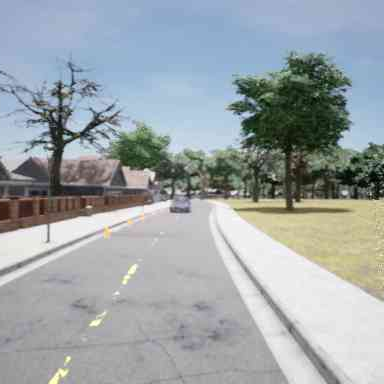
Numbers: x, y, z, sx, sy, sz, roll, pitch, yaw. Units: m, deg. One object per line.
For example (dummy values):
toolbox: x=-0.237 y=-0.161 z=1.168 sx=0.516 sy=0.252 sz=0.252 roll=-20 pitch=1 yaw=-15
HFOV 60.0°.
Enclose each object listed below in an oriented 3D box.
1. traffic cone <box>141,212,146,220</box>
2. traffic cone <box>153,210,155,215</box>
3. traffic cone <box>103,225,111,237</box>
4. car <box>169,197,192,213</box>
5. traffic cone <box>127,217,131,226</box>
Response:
traffic cone: x=-3.855 y=1.900 z=26.338 sx=0.340 sy=0.580 sz=0.340 roll=1 pitch=0 yaw=3
traffic cone: x=-3.585 y=1.906 z=31.371 sx=0.340 sy=0.580 sz=0.340 roll=1 pitch=0 yaw=4
traffic cone: x=-4.150 y=1.892 z=16.261 sx=0.340 sy=0.580 sz=0.340 roll=1 pitch=0 yaw=1
car: x=-1.216 y=1.347 z=36.478 sx=2.097 sy=1.767 sz=4.553 roll=1 pitch=0 yaw=4
traffic cone: x=-4.044 y=1.895 z=21.300 sx=0.340 sy=0.580 sz=0.340 roll=1 pitch=0 yaw=2
